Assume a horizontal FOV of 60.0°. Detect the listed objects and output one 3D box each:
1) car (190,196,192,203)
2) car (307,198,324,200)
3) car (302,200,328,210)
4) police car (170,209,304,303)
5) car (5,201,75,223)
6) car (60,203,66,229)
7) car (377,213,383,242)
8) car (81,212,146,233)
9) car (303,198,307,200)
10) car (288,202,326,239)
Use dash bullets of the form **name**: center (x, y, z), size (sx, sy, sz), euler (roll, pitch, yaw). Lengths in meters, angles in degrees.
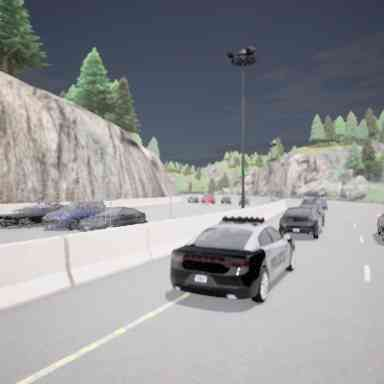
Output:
- **car**: center (0.292, 1.566, 66.710), size (2.128, 1.511, 4.902), euler (0, 0, 11)
- **car**: center (16.427, 1.603, 42.975), size (2.033, 1.411, 5.357), euler (0, 0, 16)
- **car**: center (8.323, 1.535, 23.277), size (1.837, 1.490, 4.892), euler (0, 0, 23)
- **police car**: center (1.376, 1.435, 8.578), size (1.930, 1.638, 5.238), euler (0, 0, 28)
- **car**: center (-12.080, 1.511, 26.848), size (2.128, 1.511, 4.902), euler (0, 0, 24)
- **car**: center (-7.118, 1.369, 20.948), size (2.097, 1.767, 4.553), euler (0, 0, 25)
- **car**: center (10.031, 1.501, 15.834), size (1.882, 1.535, 5.008), euler (0, 0, 25)
- **car**: center (-4.277, 1.542, 18.757), size (1.812, 1.442, 4.674), euler (0, 0, 26)
- **car**: center (19.988, 1.636, 56.677), size (1.994, 1.385, 4.181), euler (0, 0, 10)
- **car**: center (5.853, 1.528, 17.656), size (1.837, 1.490, 4.892), euler (0, 0, 25)
